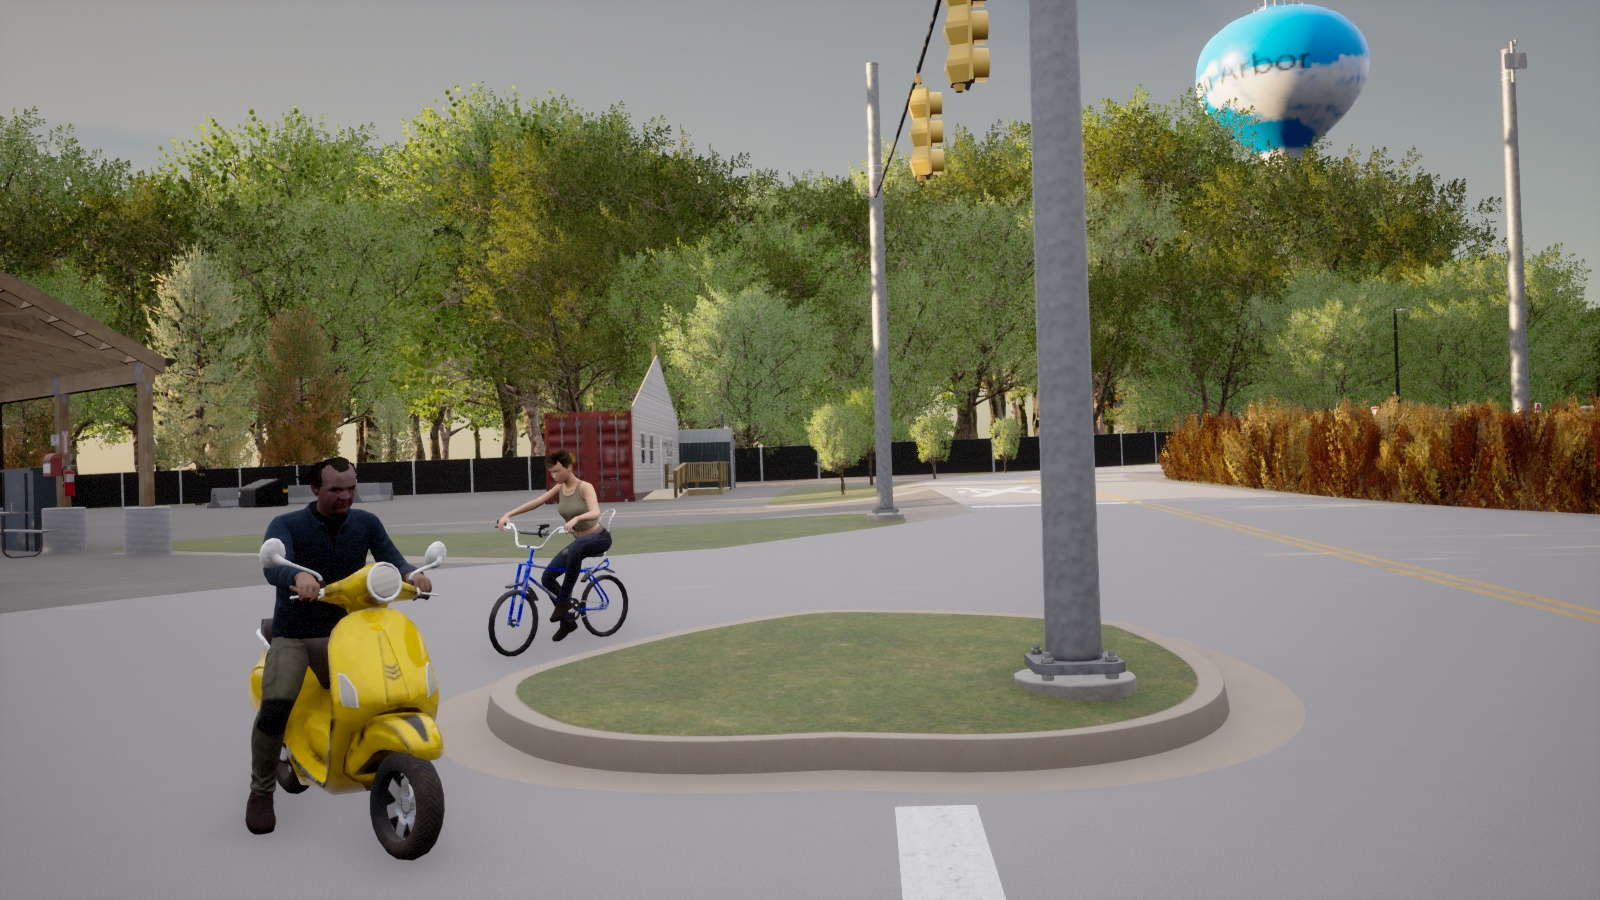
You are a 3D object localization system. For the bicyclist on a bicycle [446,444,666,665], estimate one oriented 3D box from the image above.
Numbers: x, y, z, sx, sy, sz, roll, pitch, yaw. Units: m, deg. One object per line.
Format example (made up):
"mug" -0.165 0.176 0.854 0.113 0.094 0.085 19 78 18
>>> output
"bicyclist on a bicycle" -1.978 0.793 10.330 0.866 1.612 1.509 -1 2 39

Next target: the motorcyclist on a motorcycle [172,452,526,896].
"motorcyclist on a motorcycle" -2.027 0.809 5.480 0.866 1.590 1.817 0 0 -40
